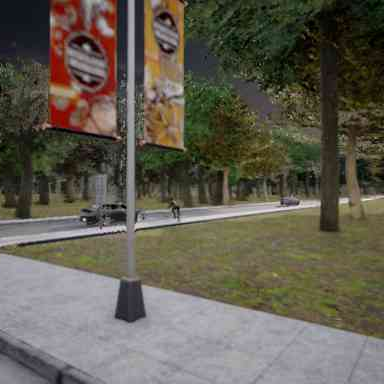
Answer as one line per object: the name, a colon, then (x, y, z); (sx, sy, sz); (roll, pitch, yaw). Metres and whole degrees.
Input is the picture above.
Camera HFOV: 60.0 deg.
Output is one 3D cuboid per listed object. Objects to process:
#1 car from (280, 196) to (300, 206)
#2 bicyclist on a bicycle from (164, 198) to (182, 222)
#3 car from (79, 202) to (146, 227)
car: (14.973, 1.393, 50.571); (2.128, 1.511, 4.902); (0, 0, 36)
bicyclist on a bicycle: (-1.317, 1.233, 22.776); (1.656, 1.620, 0.582); (0, 0, 36)
car: (-5.194, 1.427, 22.362); (1.837, 1.490, 4.892); (0, 0, 36)
